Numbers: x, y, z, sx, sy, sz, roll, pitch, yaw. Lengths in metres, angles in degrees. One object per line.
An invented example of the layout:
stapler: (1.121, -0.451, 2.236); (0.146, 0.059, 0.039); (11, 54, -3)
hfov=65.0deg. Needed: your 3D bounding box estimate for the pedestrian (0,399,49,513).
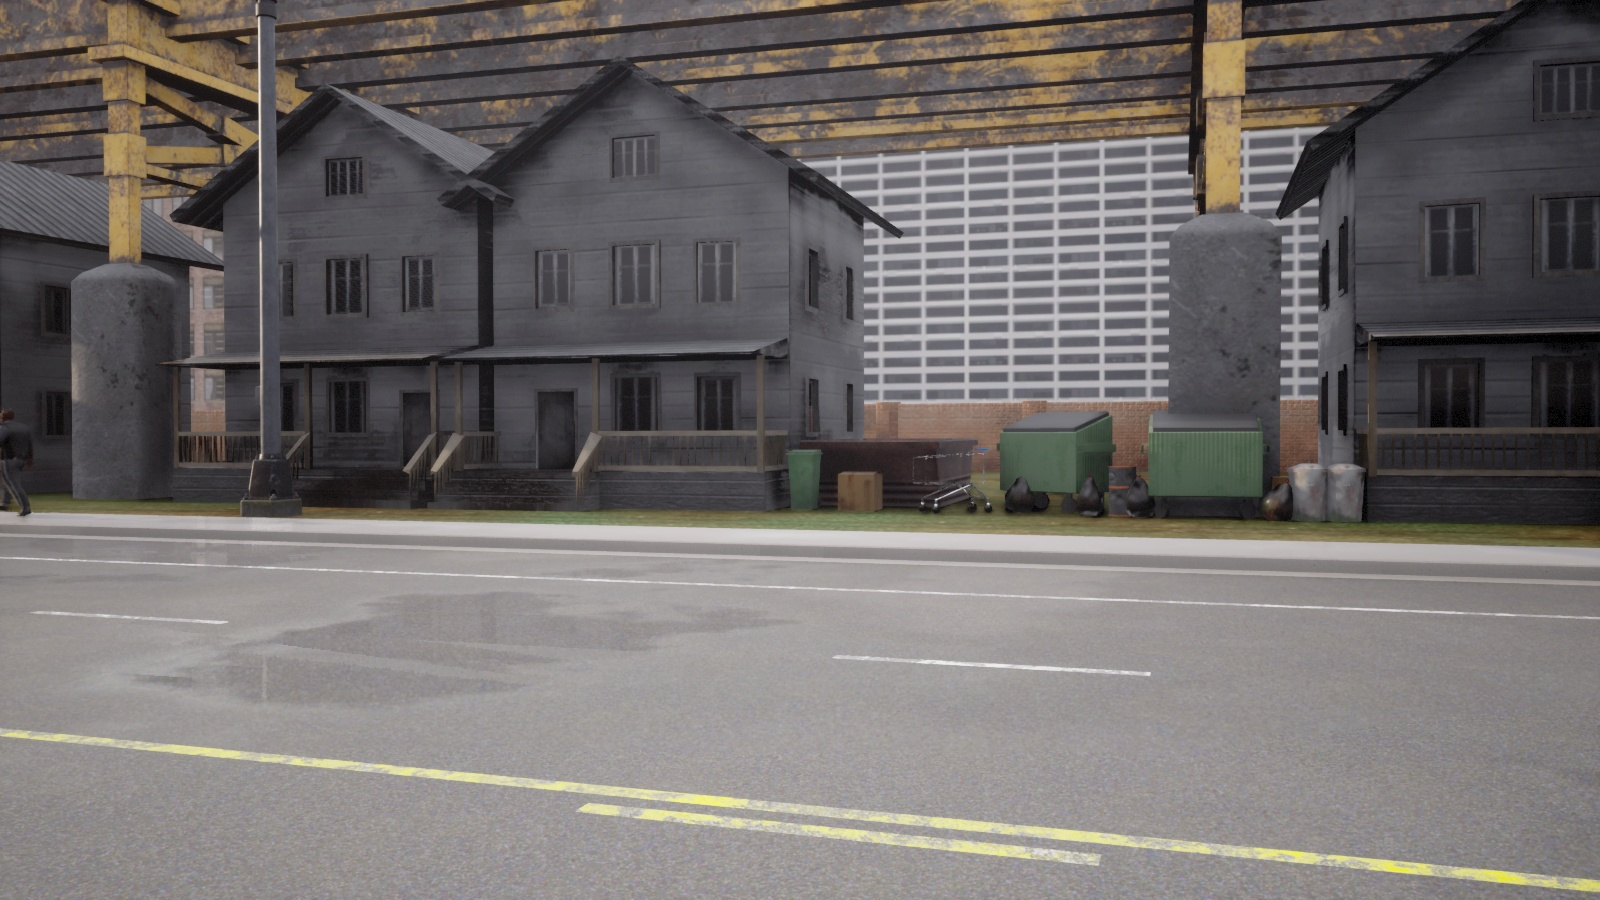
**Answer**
pedestrian: (-13.182, 0.095, 21.051); (0.849, 1.883, 0.563); (0, 1, 14)
